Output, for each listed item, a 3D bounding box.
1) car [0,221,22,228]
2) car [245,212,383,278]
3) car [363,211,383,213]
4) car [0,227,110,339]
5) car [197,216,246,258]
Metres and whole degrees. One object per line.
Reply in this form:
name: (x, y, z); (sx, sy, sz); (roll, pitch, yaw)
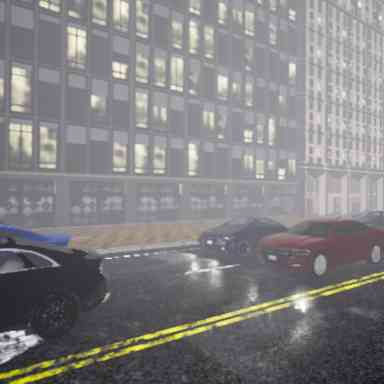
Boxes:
car: (-5.406, 1.478, 7.817); (5.008, 1.535, 1.882); (1, -1, -35)
car: (4.276, 1.583, 10.725); (5.008, 1.535, 1.882); (1, 0, -36)
car: (10.355, 1.783, 19.041); (4.181, 1.385, 1.994); (1, 0, -36)
car: (-3.726, 1.490, 5.018); (4.902, 1.511, 2.128); (1, 0, -36)
car: (2.270, 1.668, 13.286); (4.181, 1.385, 1.994); (1, 0, -36)
